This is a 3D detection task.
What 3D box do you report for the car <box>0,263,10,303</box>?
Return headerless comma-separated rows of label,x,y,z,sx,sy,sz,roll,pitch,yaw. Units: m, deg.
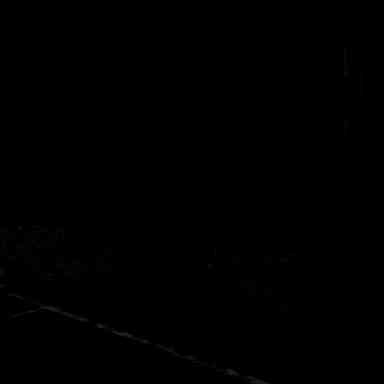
car,-5.310,1.584,6.749,4.206,1.307,1.802,0,0,35
